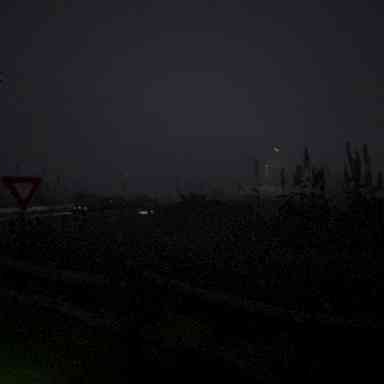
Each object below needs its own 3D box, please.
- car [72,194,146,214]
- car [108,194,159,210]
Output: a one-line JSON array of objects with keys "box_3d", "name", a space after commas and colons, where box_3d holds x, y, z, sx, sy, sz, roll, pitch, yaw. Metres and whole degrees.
[{"box_3d": [-6.052, 1.037, 24.495, 2.033, 1.411, 5.357, 0, 2, 39], "name": "car"}, {"box_3d": [-5.398, 0.880, 31.274, 1.895, 1.301, 4.718, 0, 2, 37], "name": "car"}]
